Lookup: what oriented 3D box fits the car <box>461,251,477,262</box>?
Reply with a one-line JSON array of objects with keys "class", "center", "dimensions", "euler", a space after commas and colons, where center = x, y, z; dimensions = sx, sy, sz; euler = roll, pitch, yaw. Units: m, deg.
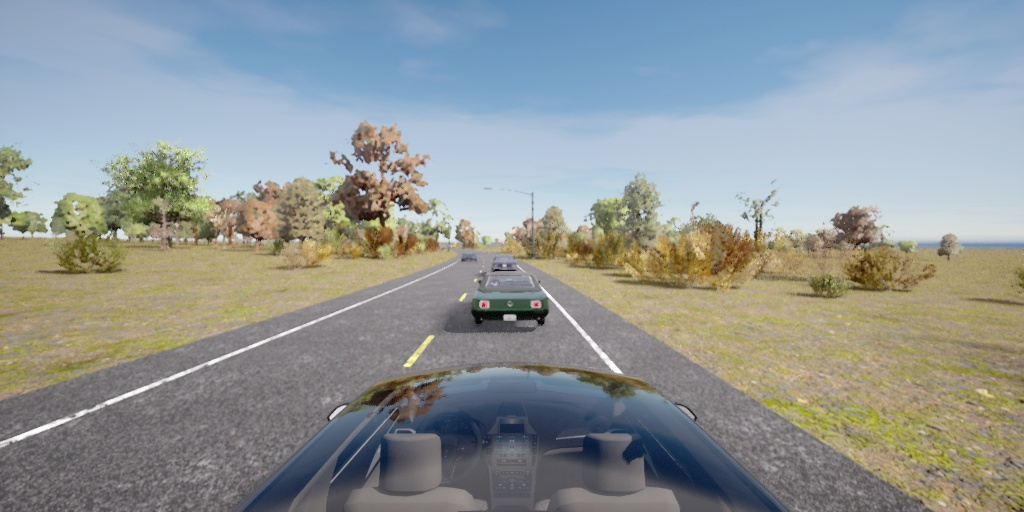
[{"class": "car", "center": [-5.446, 0.099, 45.866], "dimensions": [1.994, 1.385, 4.181], "euler": [0, 2, -4]}]

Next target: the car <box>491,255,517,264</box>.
[{"class": "car", "center": [-0.594, 0.619, 26.453], "dimensions": [2.033, 1.411, 5.357], "euler": [0, 2, -2]}]

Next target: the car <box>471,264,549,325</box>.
[{"class": "car", "center": [-0.076, 1.106, 10.663], "dimensions": [1.895, 1.301, 4.718], "euler": [0, 2, -1]}]
